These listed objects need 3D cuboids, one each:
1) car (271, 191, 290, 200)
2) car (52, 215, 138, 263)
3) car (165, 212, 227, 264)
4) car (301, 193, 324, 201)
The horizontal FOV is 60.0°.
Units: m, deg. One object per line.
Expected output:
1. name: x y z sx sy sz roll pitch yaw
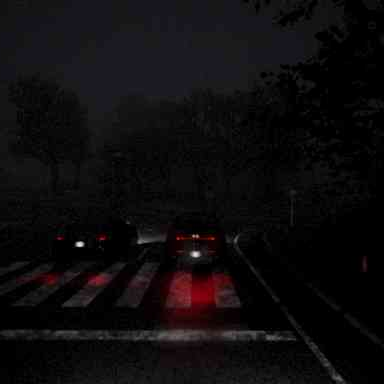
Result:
1. car: 16.036 0.615 60.843 1.812 1.442 4.674 -1 2 -23
2. car: -3.245 1.514 11.869 1.994 1.385 4.181 0 0 2
3. car: 0.156 1.459 11.597 1.837 1.490 4.892 0 0 1
4. car: 20.633 0.767 57.156 1.994 1.385 4.181 0 2 -15
